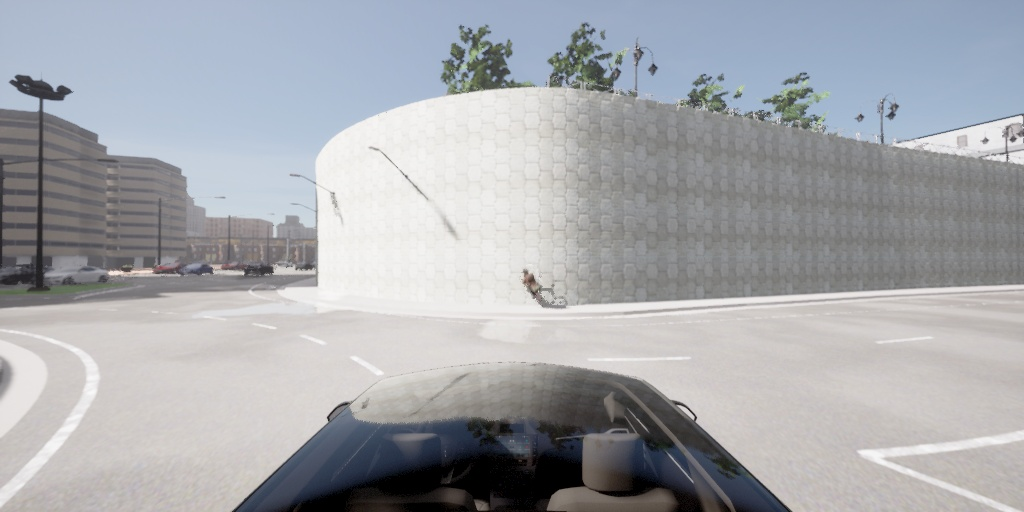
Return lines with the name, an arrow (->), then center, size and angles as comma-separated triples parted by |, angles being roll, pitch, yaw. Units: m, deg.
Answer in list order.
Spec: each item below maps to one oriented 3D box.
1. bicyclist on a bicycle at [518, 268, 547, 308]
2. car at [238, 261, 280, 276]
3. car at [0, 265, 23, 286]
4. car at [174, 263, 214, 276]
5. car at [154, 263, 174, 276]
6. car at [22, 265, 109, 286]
bicyclist on a bicycle -> 0.713, 1.091, 13.264 | 0.582, 1.620, 1.656 | -33, 48, -15
car -> -30.021, 1.578, 42.689 | 2.128, 1.511, 4.902 | 0, -1, -17
car -> -36.842, 1.440, 26.854 | 2.128, 1.511, 4.902 | 0, -1, -13
car -> -37.607, 1.610, 42.861 | 1.812, 1.442, 4.674 | 0, 0, -16
car -> -41.646, 1.572, 44.243 | 1.882, 1.535, 5.008 | 0, -1, -16
car -> -33.363, 1.479, 27.297 | 1.812, 1.442, 4.674 | 0, -1, -13
